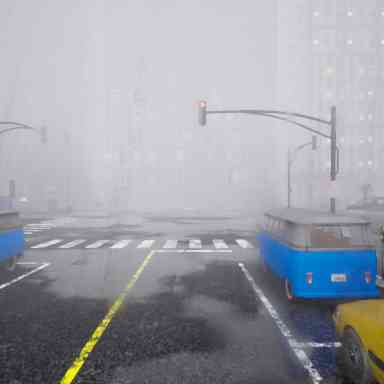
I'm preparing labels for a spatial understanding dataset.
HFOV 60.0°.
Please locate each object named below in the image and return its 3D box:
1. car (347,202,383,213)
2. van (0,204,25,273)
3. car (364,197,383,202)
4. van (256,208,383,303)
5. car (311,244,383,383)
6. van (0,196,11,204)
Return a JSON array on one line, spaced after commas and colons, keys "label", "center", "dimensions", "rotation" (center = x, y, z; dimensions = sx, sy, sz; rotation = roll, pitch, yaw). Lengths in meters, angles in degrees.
[{"label": "car", "center": [13.730, 1.653, 24.682], "dimensions": [4.718, 1.301, 1.895], "rotation": [0, 1, 0]}, {"label": "van", "center": [-5.693, 1.339, 7.986], "dimensions": [1.690, 1.788, 3.998], "rotation": [-1, 0, 0]}, {"label": "car", "center": [15.271, 1.339, 27.264], "dimensions": [5.009, 1.841, 2.192], "rotation": [0, 1, 0]}, {"label": "van", "center": [2.687, 1.339, 7.948], "dimensions": [1.690, 1.788, 3.998], "rotation": [-1, 0, 0]}, {"label": "car", "center": [2.683, 1.525, 2.516], "dimensions": [1.752, 1.417, 4.829], "rotation": [-1, 0, 0]}, {"label": "van", "center": [-17.119, 1.201, 27.495], "dimensions": [3.998, 1.788, 1.690], "rotation": [0, 1, 0]}]
